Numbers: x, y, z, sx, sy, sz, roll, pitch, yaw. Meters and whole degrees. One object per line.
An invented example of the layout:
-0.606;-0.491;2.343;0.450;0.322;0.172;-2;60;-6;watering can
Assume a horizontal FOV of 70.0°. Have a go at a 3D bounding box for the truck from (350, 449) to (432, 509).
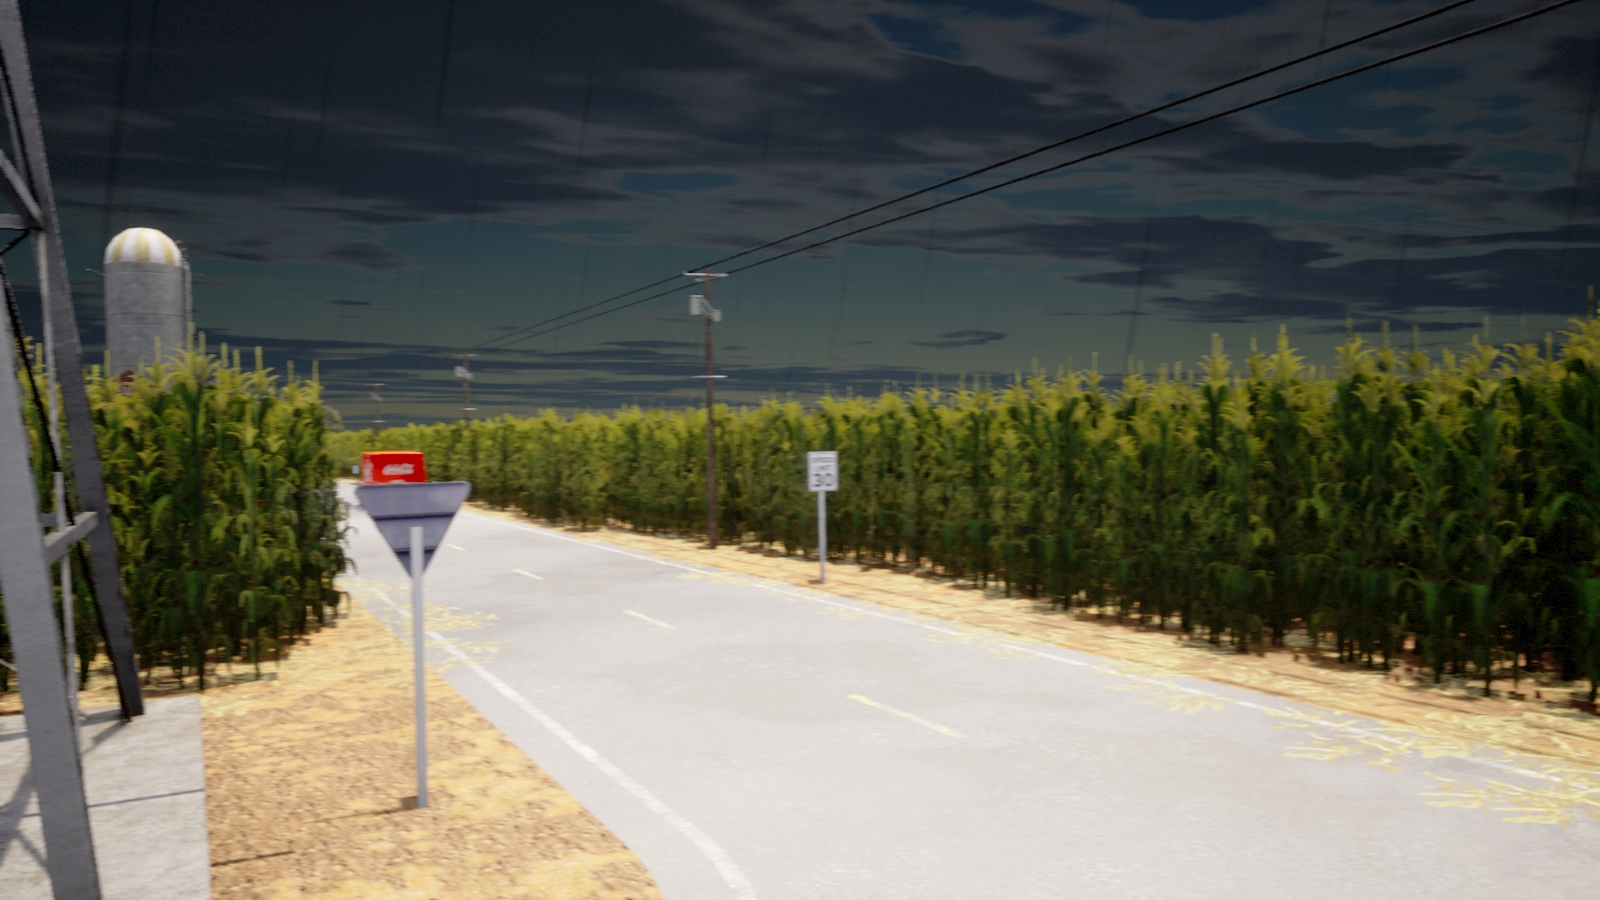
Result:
-18.342;1.207;51.057;2.627;2.467;5.204;-2;1;-28;truck
